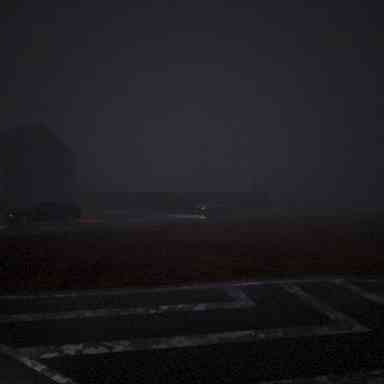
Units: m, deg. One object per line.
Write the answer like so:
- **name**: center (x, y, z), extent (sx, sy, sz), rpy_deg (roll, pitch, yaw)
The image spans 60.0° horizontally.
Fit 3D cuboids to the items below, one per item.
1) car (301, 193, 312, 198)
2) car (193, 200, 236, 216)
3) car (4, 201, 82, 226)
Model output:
- **car**: center (30.069, 1.605, 86.810), extent (2.242, 1.667, 4.611), rpy_deg (0, 0, 35)
- **car**: center (2.266, 1.497, 32.490), extent (4.674, 1.442, 1.812), rpy_deg (0, 0, -35)
- **car**: center (-10.127, 1.415, 22.883), extent (4.892, 1.490, 1.837), rpy_deg (0, 0, -38)
